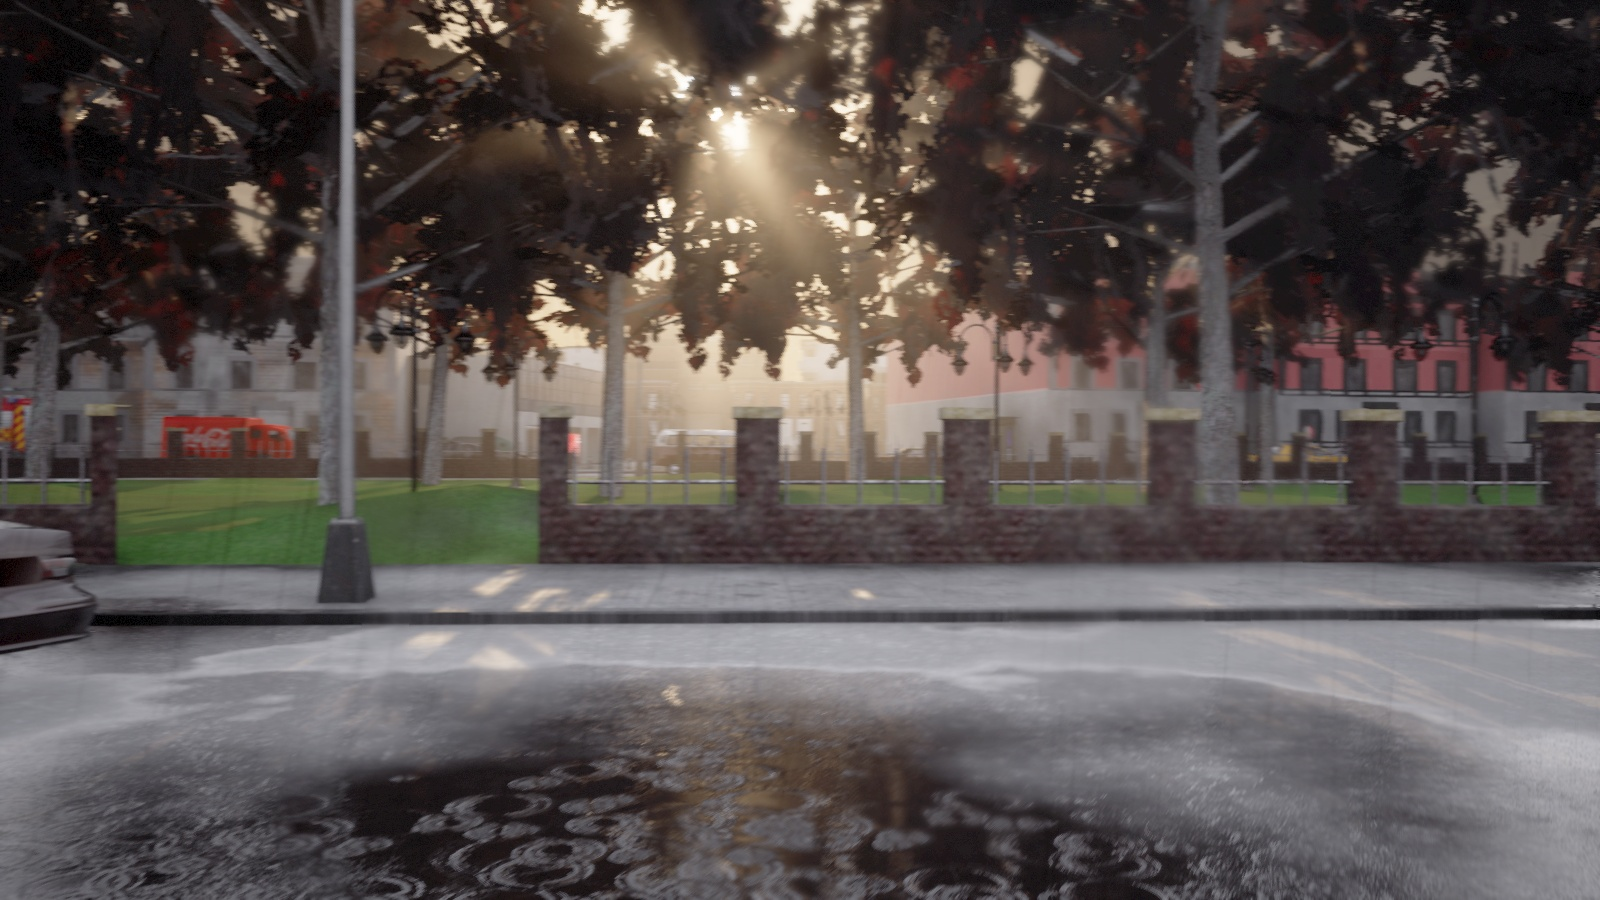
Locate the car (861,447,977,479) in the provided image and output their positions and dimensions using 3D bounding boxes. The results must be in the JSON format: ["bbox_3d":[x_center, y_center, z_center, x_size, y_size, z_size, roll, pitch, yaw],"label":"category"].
[{"bbox_3d":[5.068,0.558,53.953,4.718,1.301,1.895,0,0,-3],"label":"car"}]

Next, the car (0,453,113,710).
[{"bbox_3d":[-7.043,0.714,7.514,5.357,1.411,2.033,0,0,18],"label":"car"}]

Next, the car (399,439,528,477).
[{"bbox_3d":[-14.099,0.322,52.839,4.902,1.511,2.128,0,0,-3],"label":"car"}]

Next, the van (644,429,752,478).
[{"bbox_3d":[-4.310,0.136,53.406,4.480,2.038,2.069,0,0,-3],"label":"van"}]

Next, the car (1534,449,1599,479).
[{"bbox_3d":[36.273,0.638,59.459,2.207,1.376,1.481,1,0,5],"label":"car"}]

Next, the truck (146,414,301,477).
[{"bbox_3d":[-23.912,-0.181,52.255,5.204,2.467,2.627,1,0,-3],"label":"truck"}]

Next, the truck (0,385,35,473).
[{"bbox_3d":[-38.920,-0.939,55.366,8.468,3.827,2.891,0,0,-3],"label":"truck"}]

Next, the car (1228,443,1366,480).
[{"bbox_3d":[21.698,0.475,54.934,5.366,1.575,1.801,0,0,-3],"label":"car"}]
